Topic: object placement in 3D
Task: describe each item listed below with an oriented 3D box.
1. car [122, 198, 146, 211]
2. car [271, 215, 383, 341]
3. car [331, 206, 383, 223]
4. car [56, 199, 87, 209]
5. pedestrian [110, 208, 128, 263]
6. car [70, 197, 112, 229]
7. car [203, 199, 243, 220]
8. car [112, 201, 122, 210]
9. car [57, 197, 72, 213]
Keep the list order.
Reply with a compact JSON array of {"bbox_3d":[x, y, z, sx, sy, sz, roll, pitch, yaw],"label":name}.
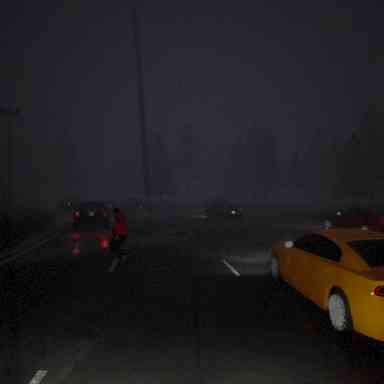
[{"bbox_3d":[-7.342,1.504,40.800,1.837,1.490,4.892,0,0,-35],"label":"car"},{"bbox_3d":[3.111,1.477,6.721,1.882,1.535,5.008,0,0,-4],"label":"car"},{"bbox_3d":[8.828,1.477,17.168,1.882,1.535,5.008,0,0,-10],"label":"car"},{"bbox_3d":[-16.790,1.601,46.140,4.718,1.301,1.895,0,0,39],"label":"car"},{"bbox_3d":[-2.293,1.294,10.454,0.375,1.860,0.375,0,0,-7],"label":"pedestrian"},{"bbox_3d":[-6.479,1.353,21.776,2.097,1.767,4.553,0,0,-14],"label":"car"},{"bbox_3d":[2.626,1.564,27.964,1.994,1.385,4.181,0,0,-17],"label":"car"},{"bbox_3d":[-10.120,1.564,38.660,1.994,1.385,4.181,0,0,-33],"label":"car"},{"bbox_3d":[-13.766,1.352,37.834,2.097,1.767,4.553,0,0,-36],"label":"car"}]
